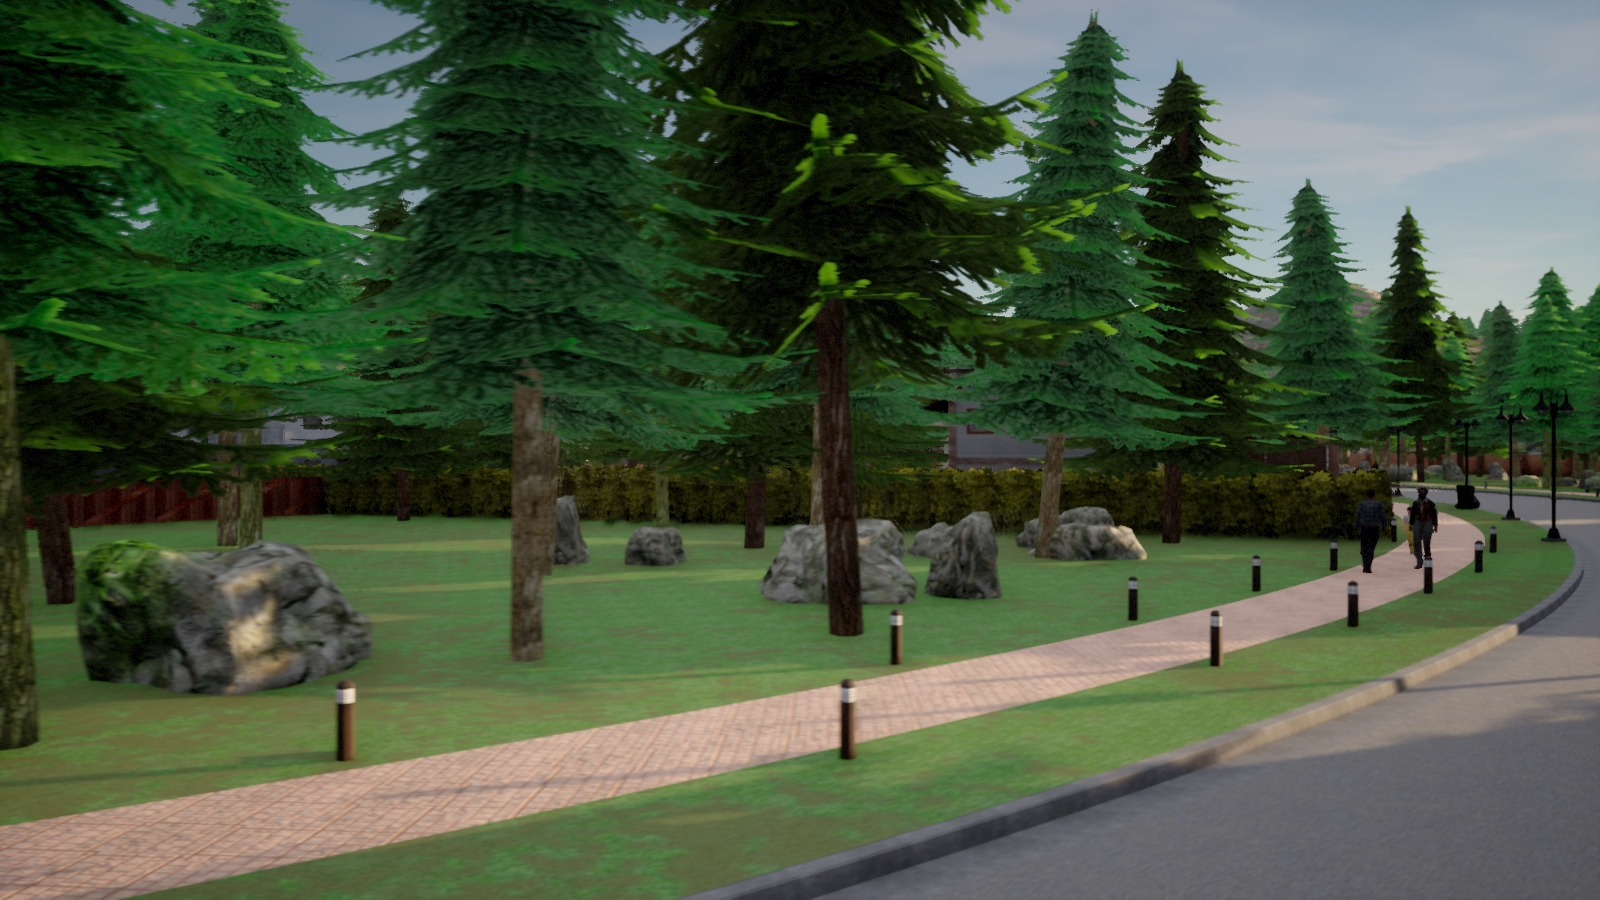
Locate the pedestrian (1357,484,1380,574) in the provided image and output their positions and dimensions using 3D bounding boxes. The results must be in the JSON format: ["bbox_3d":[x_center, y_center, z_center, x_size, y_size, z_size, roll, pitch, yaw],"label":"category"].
[{"bbox_3d":[12.085,1.667,24.279,0.375,1.860,0.375,0,0,36],"label":"pedestrian"}]

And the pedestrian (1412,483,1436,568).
[{"bbox_3d":[13.894,1.668,25.438,0.375,1.860,0.375,0,0,-42],"label":"pedestrian"}]

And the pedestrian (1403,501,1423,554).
[{"bbox_3d":[15.507,1.948,28.903,0.375,1.300,0.375,0,0,38],"label":"pedestrian"}]
